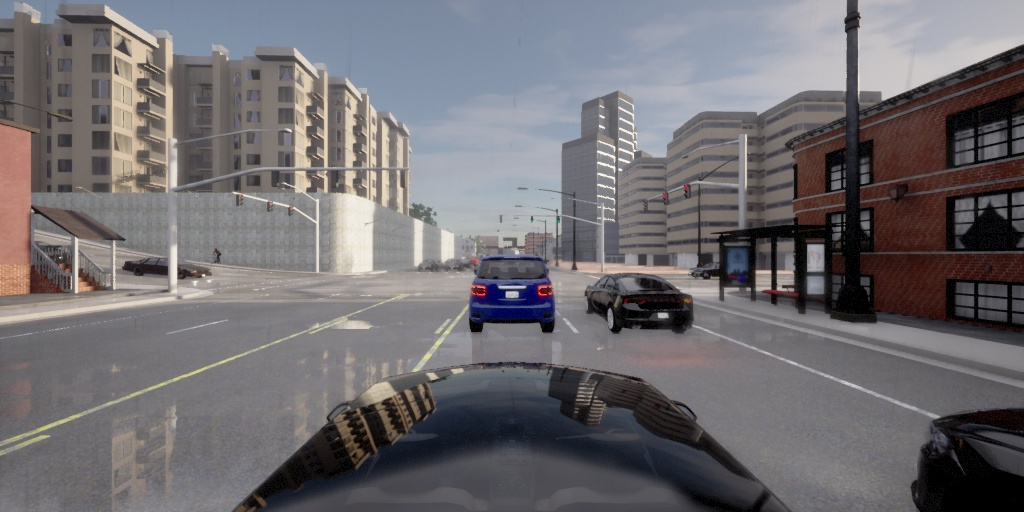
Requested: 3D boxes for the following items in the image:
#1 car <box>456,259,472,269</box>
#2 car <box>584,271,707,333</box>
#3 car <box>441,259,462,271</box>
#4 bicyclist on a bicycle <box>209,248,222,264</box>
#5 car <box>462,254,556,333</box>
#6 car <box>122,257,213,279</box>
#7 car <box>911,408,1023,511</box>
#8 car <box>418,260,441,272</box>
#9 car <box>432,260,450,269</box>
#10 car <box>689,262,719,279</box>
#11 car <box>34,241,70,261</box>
[{"bbox_3d":[-7.585,1.228,56.748,1.882,1.535,5.008,0,0,0],"label":"car"},{"bbox_3d":[3.496,1.228,10.789,1.882,1.535,5.008,0,0,0],"label":"car"},{"bbox_3d":[-7.507,1.241,47.317,2.128,1.511,4.902,0,0,0],"label":"car"},{"bbox_3d":[-31.062,0.029,37.674,0.582,1.620,1.656,6,0,0],"label":"bicyclist on a bicycle"},{"bbox_3d":[-0.005,0.971,10.842,2.150,2.045,5.566,0,0,0],"label":"car"},{"bbox_3d":[-25.624,0.837,26.730,5.357,1.411,2.033,5,0,-1],"label":"car"},{"bbox_3d":[3.608,1.240,0.334,2.128,1.511,4.902,0,0,0],"label":"car"},{"bbox_3d":[-11.004,1.242,47.215,2.128,1.511,4.902,0,0,0],"label":"car"},{"bbox_3d":[-11.088,1.351,56.479,1.895,1.301,4.718,0,0,0],"label":"car"},{"bbox_3d":[17.849,1.241,30.970,4.902,1.511,2.128,0,0,-1],"label":"car"},{"bbox_3d":[-35.473,-0.391,26.611,4.181,1.385,1.994,10,0,-1],"label":"car"}]
